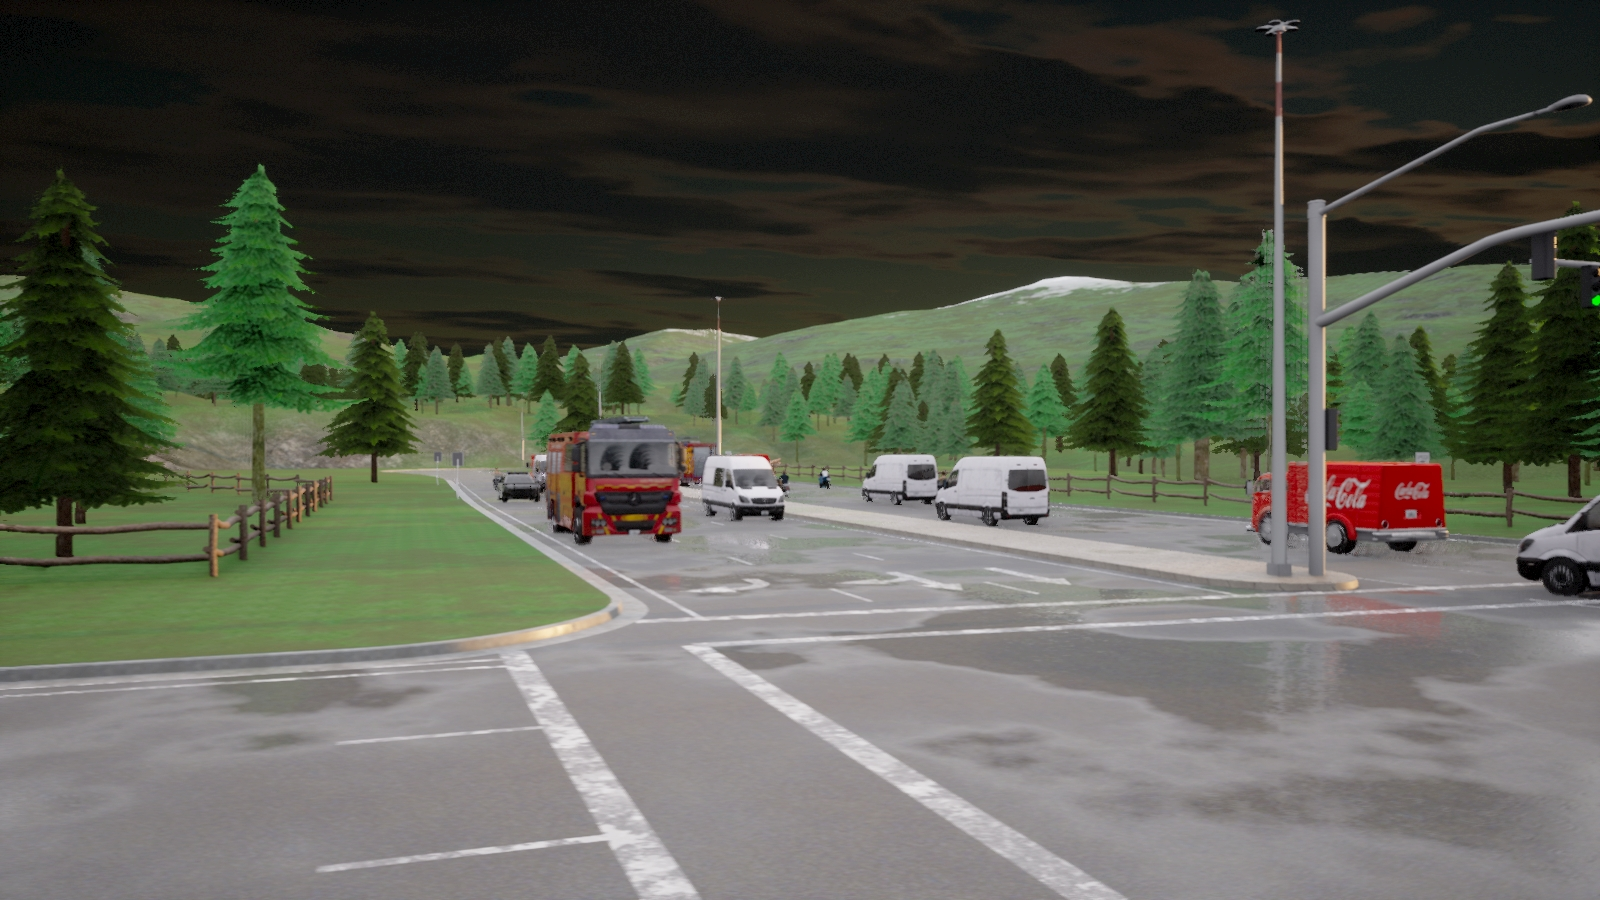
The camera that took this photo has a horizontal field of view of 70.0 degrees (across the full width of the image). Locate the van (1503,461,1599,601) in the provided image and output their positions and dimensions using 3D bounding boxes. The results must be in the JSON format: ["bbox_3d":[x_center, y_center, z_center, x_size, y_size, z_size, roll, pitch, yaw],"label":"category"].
[{"bbox_3d":[16.511,1.523,20.873,1.988,2.561,5.915,-1,0,-38],"label":"van"}]

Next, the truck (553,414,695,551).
[{"bbox_3d":[-5.818,0.897,36.366,2.891,3.827,8.468,0,0,-20],"label":"truck"}]

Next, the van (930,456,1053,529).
[{"bbox_3d":[7.199,1.532,43.744,1.988,2.561,5.915,0,0,-20],"label":"van"}]

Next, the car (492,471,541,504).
[{"bbox_3d":[-15.473,1.999,62.194,2.097,1.638,5.238,0,0,-19],"label":"car"}]

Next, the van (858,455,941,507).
[{"bbox_3d":[5.115,1.535,59.766,1.988,2.561,5.915,0,0,-20],"label":"van"}]

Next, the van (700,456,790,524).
[{"bbox_3d":[-2.334,1.540,46.569,1.988,2.561,5.915,0,0,-20],"label":"van"}]

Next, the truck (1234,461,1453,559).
[{"bbox_3d":[15.064,1.558,32.076,2.627,2.467,5.204,0,0,-19],"label":"truck"}]

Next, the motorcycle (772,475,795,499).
[{"bbox_3d":[-0.973,2.148,66.477,0.856,1.316,1.805,0,0,-19],"label":"motorcycle"}]
